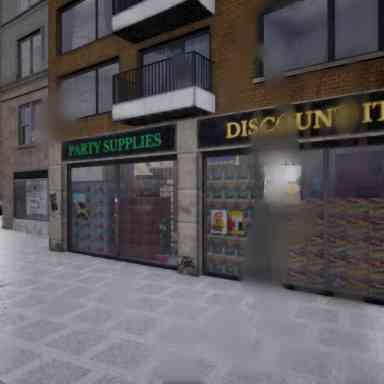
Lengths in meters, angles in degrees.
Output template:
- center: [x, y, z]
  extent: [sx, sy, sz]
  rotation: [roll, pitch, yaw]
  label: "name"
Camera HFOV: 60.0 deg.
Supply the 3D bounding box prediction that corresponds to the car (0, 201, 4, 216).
- center: [-16.711, 1.352, 26.748]
  extent: [1.882, 1.535, 5.008]
  rotation: [0, 0, 35]
  label: "car"
